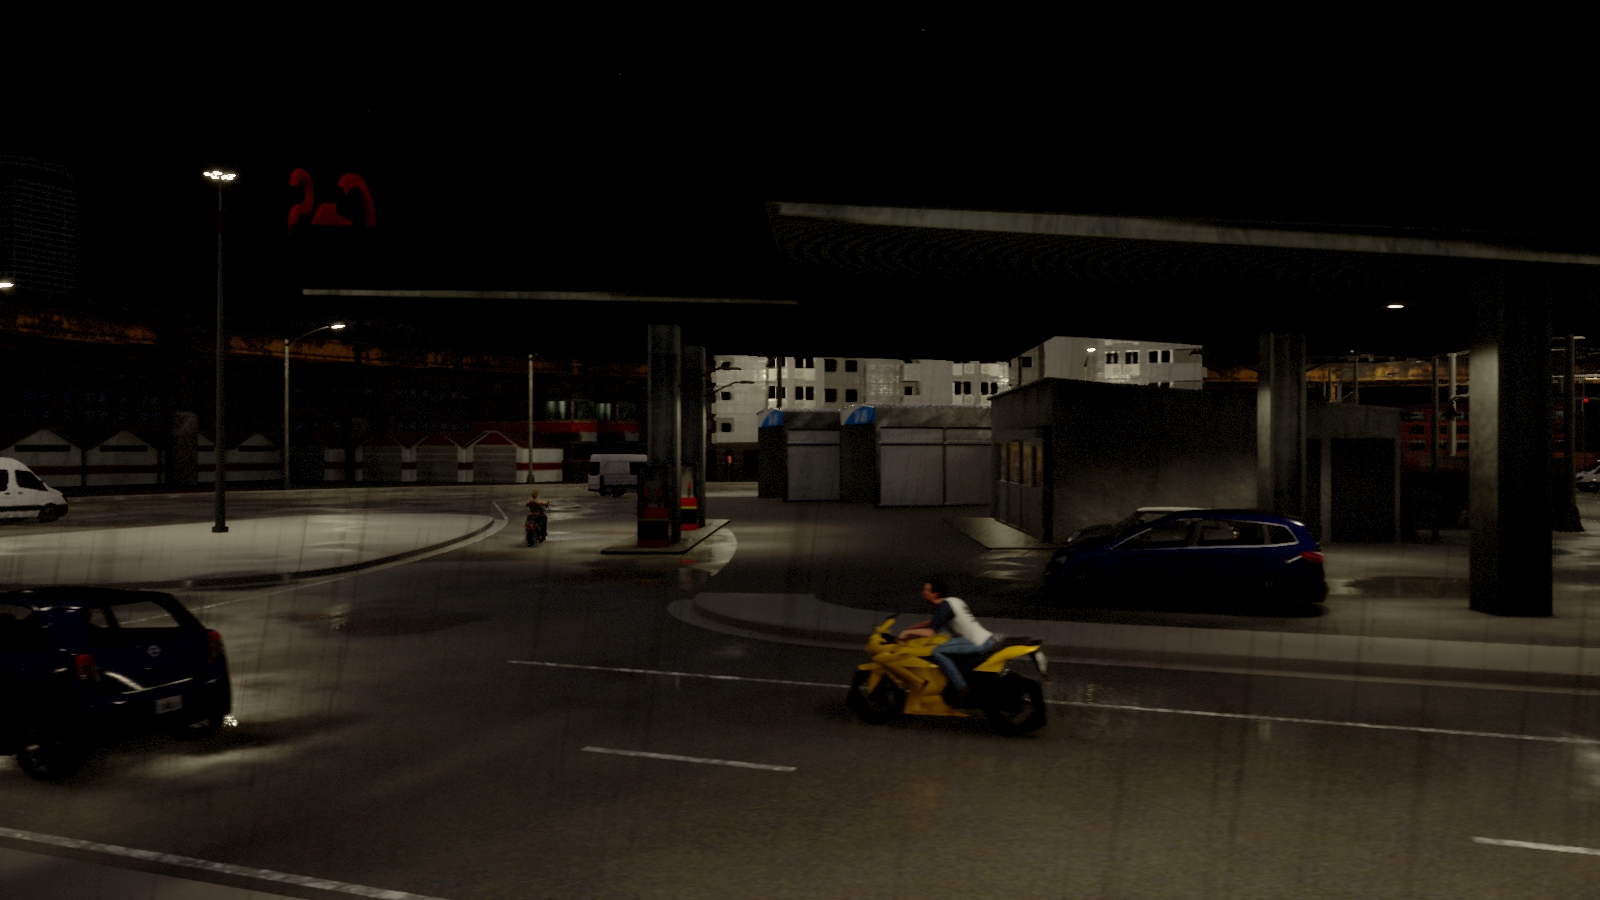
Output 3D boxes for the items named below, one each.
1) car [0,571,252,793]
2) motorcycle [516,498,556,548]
[{"bbox_3d":[-7.306,2.037,10.760,3.633,1.501,1.845,0,0,20],"label":"car"},{"bbox_3d":[-7.827,2.142,33.977,0.764,1.332,2.356,0,0,-3],"label":"motorcycle"}]
